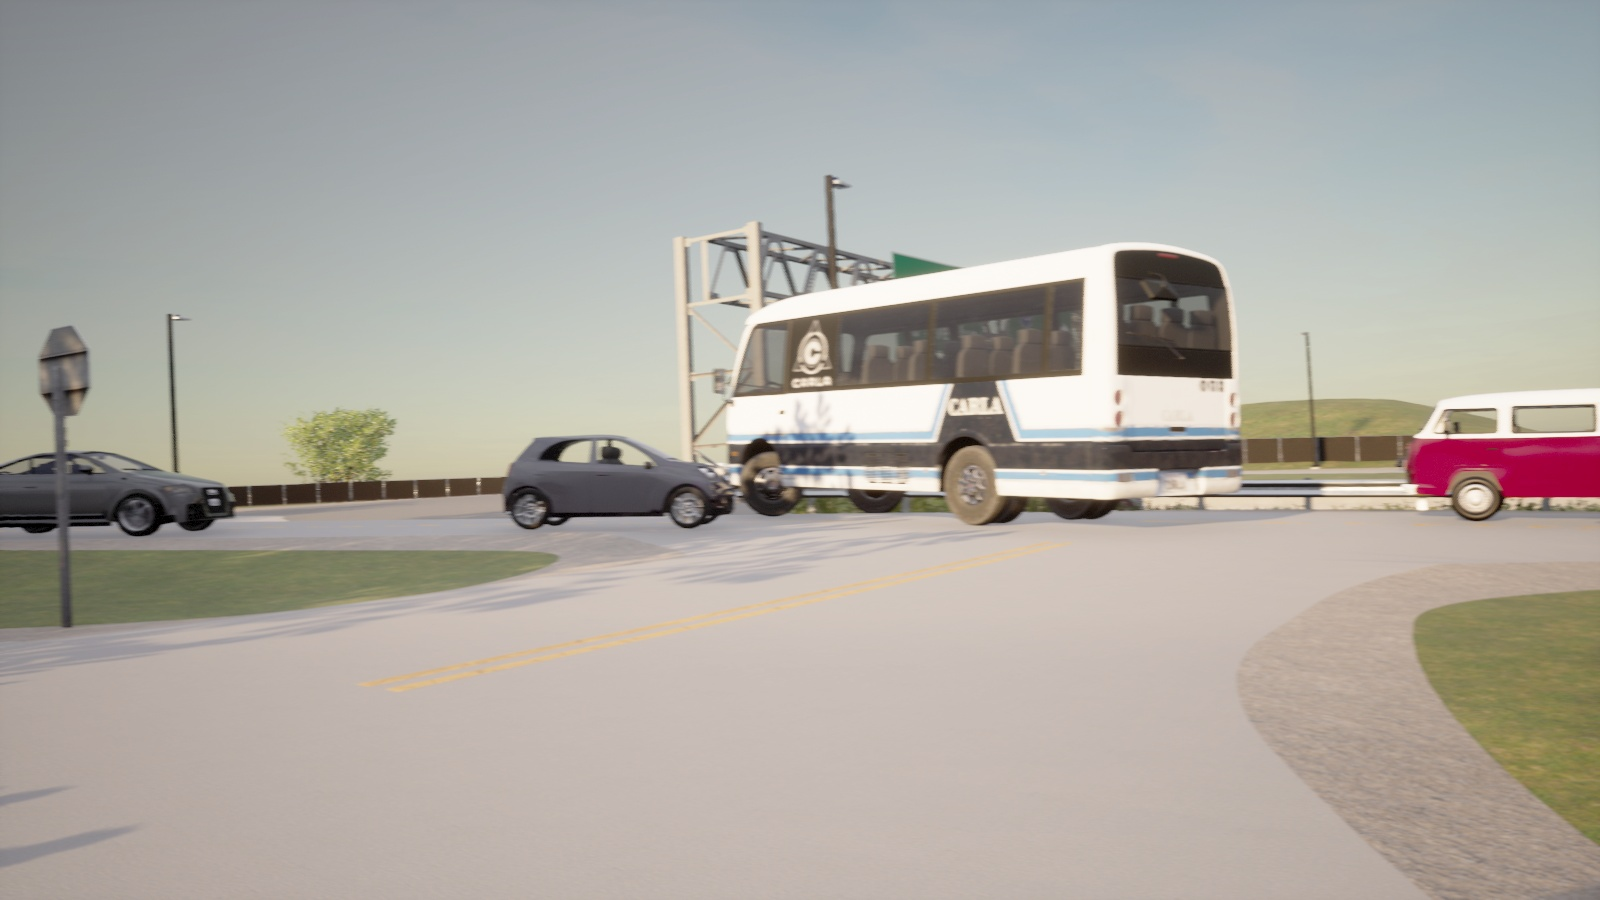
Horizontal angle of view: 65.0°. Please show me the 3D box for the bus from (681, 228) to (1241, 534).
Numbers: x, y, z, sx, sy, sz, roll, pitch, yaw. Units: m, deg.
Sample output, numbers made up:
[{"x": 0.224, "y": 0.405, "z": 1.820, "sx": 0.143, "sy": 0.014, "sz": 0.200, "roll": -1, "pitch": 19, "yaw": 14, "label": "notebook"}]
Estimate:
[{"x": 2.256, "y": -0.951, "z": 22.724, "sx": 3.944, "sy": 4.253, "sz": 10.273, "roll": -2, "pitch": 0, "yaw": -36, "label": "bus"}]

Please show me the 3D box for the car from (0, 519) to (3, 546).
[{"x": -48.014, "y": 4.945, "z": 73.168, "sx": 1.789, "sy": 1.549, "sz": 3.705, "roll": -4, "pitch": 0, "yaw": -20, "label": "car"}]

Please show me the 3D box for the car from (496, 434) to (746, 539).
[{"x": -2.801, "y": 0.579, "z": 20.220, "sx": 3.633, "sy": 1.501, "sz": 1.845, "roll": -2, "pitch": -1, "yaw": 4, "label": "car"}]

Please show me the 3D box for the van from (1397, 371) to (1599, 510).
[{"x": 11.887, "y": -0.144, "z": 19.506, "sx": 4.480, "sy": 2.038, "sz": 2.069, "roll": -2, "pitch": 0, "yaw": 32, "label": "van"}]

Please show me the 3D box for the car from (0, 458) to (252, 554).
[{"x": -11.509, "y": 0.907, "z": 20.546, "sx": 4.181, "sy": 1.385, "sz": 1.994, "roll": -2, "pitch": -1, "yaw": 1, "label": "car"}]

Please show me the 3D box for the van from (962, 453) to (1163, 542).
[{"x": 6.462, "y": 1.192, "z": 31.121, "sx": 4.442, "sy": 1.987, "sz": 1.775, "roll": -3, "pitch": -1, "yaw": 35, "label": "van"}]
